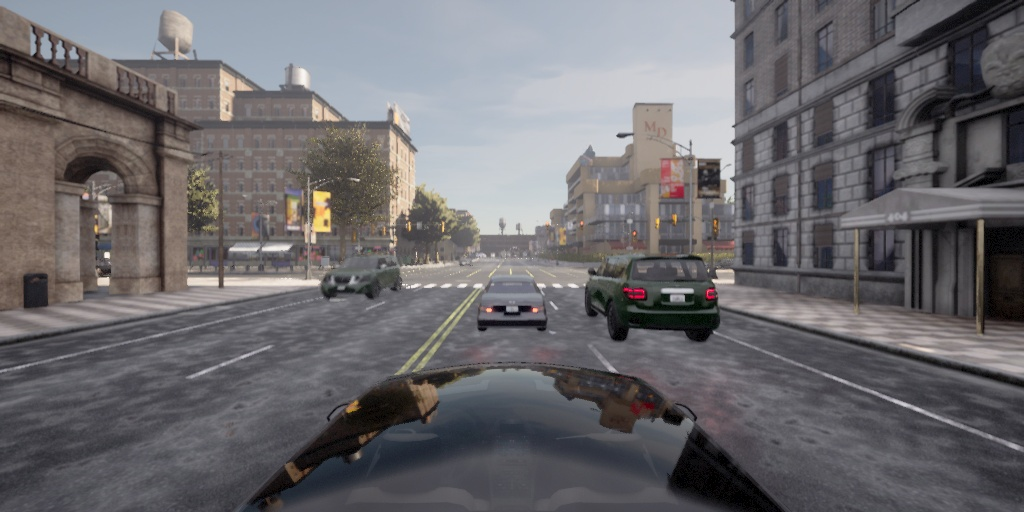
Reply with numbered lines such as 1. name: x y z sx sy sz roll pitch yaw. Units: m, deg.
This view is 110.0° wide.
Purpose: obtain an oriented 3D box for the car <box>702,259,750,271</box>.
1. car: 26.731 1.109 44.814 4.892 1.490 1.837 0 0 0

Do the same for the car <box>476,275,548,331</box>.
1. car: -0.002 1.267 10.815 2.033 1.411 5.357 0 0 0

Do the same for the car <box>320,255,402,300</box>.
1. car: -7.139 0.956 17.686 2.150 2.045 5.566 0 0 -1

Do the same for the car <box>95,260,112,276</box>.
1. car: -36.974 1.136 32.831 4.902 1.511 2.128 0 0 0

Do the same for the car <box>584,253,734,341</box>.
1. car: 3.467 0.944 9.968 2.150 2.045 5.566 0 0 2

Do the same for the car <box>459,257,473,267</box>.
1. car: -7.567 0.993 58.775 2.128 1.511 4.902 0 0 -1
